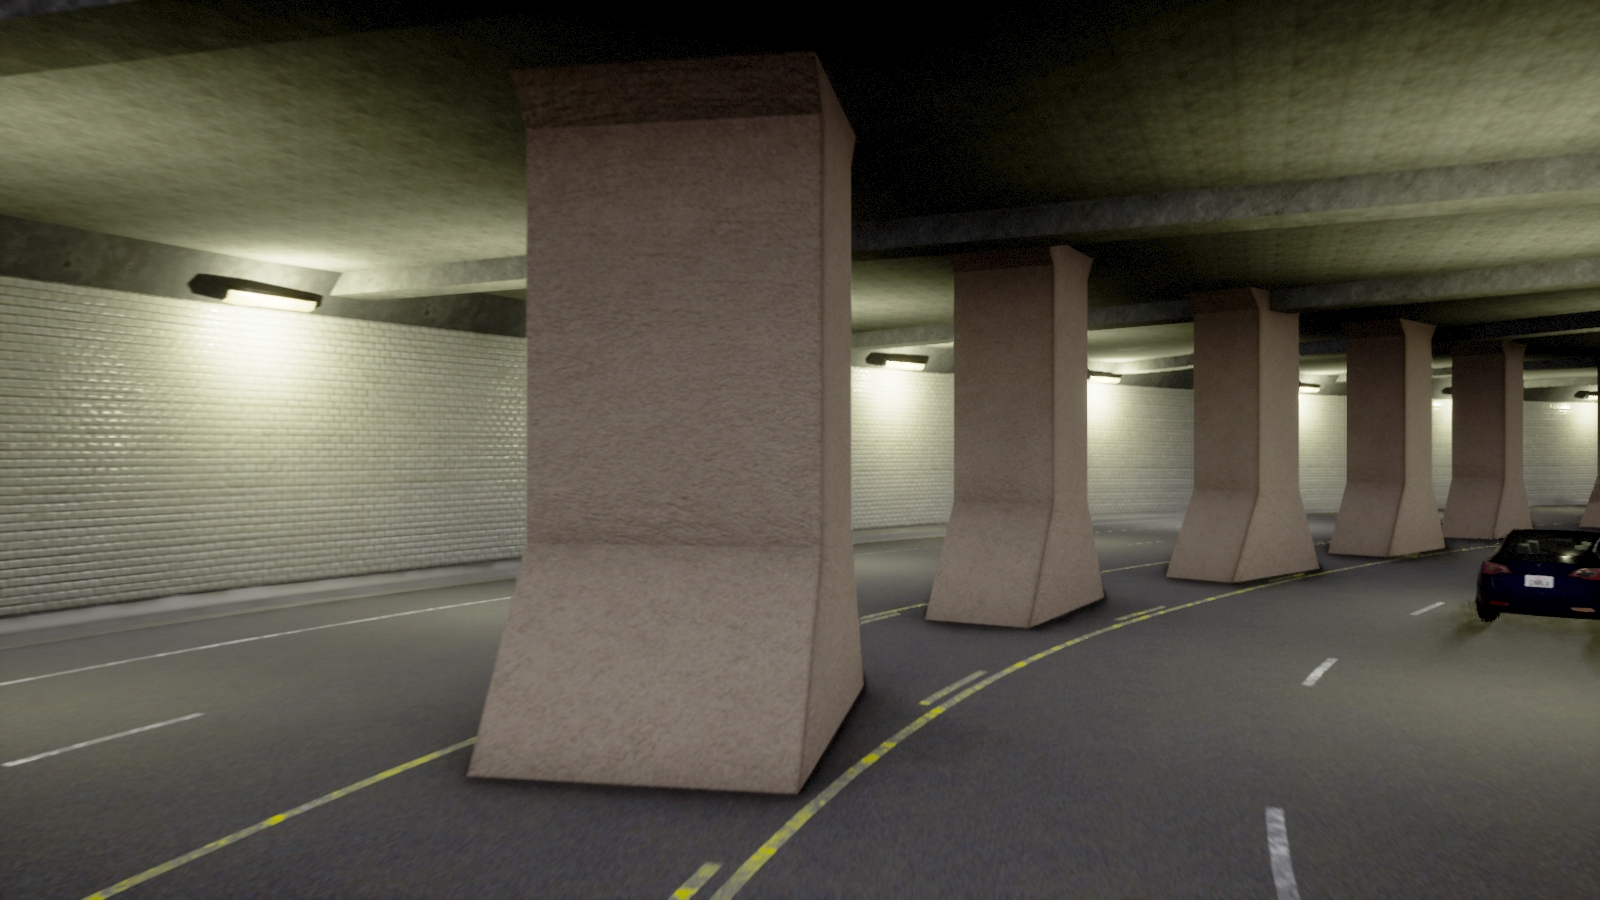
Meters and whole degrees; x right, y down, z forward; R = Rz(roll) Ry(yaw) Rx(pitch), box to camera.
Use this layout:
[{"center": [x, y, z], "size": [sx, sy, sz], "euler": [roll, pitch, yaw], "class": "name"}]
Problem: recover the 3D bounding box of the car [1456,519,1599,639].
[{"center": [12.851, 2.067, 19.346], "size": [2.163, 1.488, 4.792], "euler": [0, 0, 41], "class": "car"}]
